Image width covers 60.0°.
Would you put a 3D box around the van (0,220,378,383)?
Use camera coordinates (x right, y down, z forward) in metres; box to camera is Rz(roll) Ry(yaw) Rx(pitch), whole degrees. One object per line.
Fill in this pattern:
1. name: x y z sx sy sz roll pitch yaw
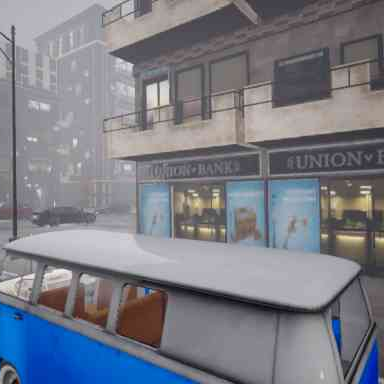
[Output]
1. van: -0.422 1.342 3.162 3.998 1.788 1.690 0 -1 36

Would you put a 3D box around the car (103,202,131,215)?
1. car: -8.591 1.797 36.385 1.947 1.339 4.313 -2 -1 36

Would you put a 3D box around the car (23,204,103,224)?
1. car: -8.518 1.583 22.334 1.947 1.339 4.313 -2 -1 36

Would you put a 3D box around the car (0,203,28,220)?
1. car: -15.270 1.608 27.301 1.967 1.590 4.097 -2 -1 36
